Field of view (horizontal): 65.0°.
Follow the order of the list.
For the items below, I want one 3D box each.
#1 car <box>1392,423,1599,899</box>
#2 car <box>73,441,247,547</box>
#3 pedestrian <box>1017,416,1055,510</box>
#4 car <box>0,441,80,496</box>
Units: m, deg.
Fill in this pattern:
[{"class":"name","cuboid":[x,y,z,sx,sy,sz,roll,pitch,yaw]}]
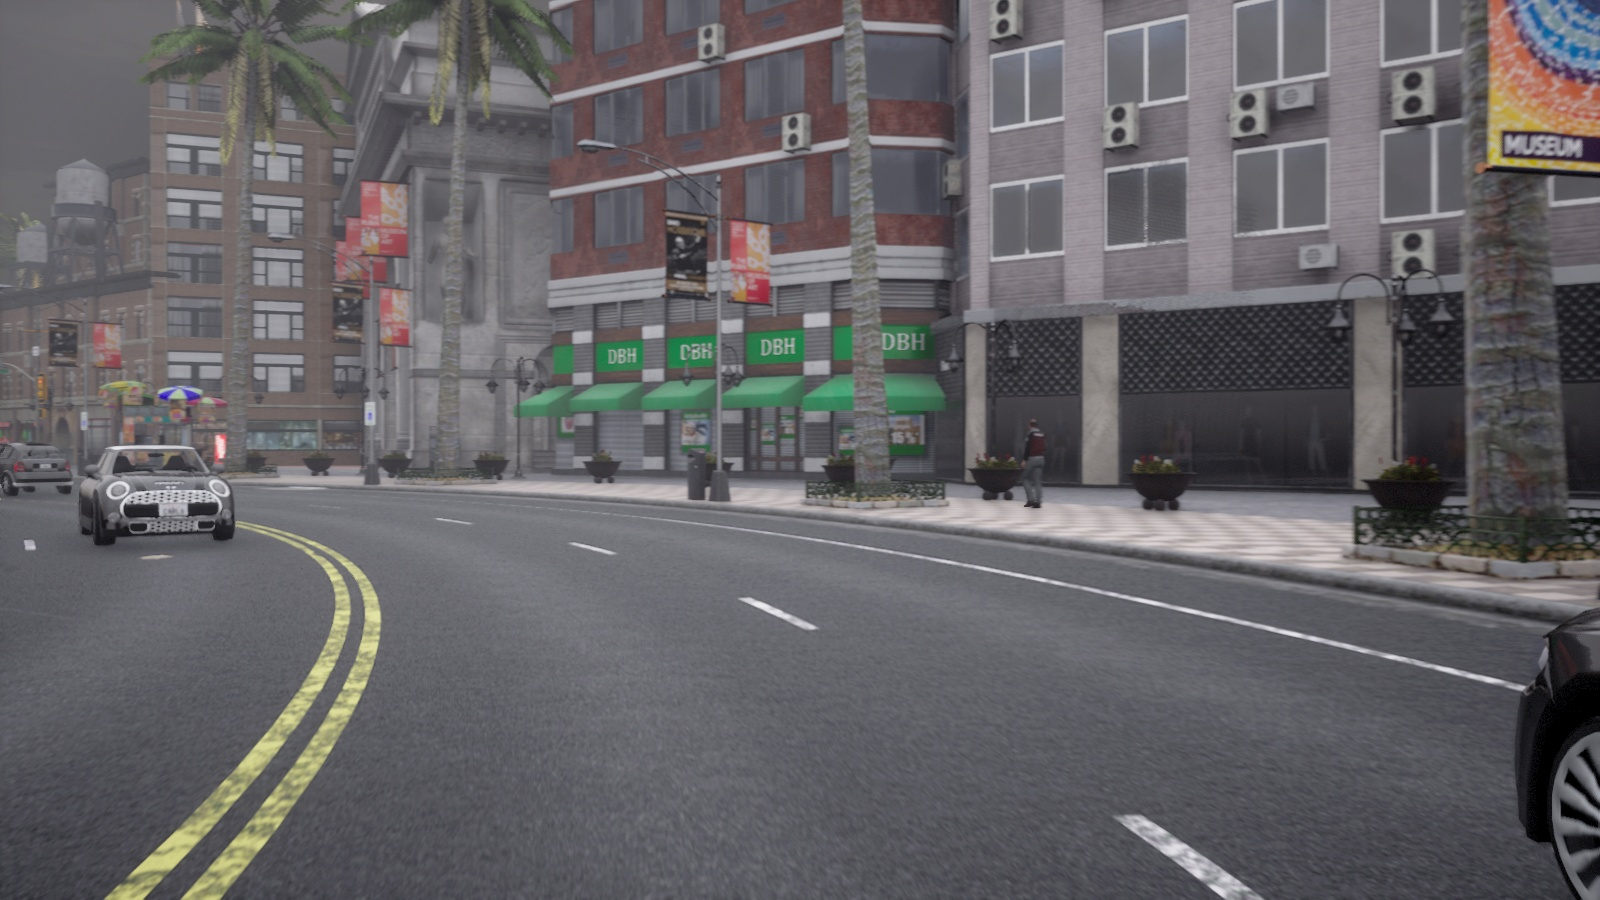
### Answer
[{"class":"car","cuboid":[3.367,0.689,2.193,2.128,1.511,4.902,0,0,-3]},{"class":"car","cuboid":[-10.110,0.605,19.709,1.970,1.475,3.806,0,0,-34]},{"class":"pedestrian","cuboid":[4.728,0.259,25.136,0.376,1.854,0.720,0,0,-28]},{"class":"car","cuboid":[-23.375,0.526,37.677,3.705,1.549,1.789,1,1,37]}]
